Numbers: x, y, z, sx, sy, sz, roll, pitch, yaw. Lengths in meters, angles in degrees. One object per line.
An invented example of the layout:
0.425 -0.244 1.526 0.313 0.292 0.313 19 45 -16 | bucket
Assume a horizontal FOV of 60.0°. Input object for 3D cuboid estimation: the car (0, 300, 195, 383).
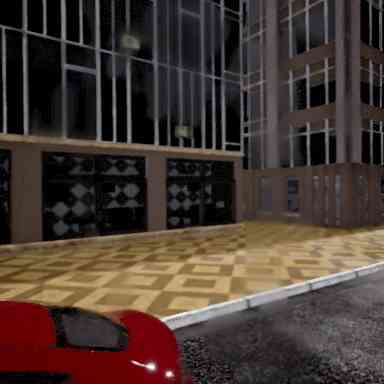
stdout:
-2.112 1.526 1.852 4.674 1.442 1.812 0 0 -35 | car
